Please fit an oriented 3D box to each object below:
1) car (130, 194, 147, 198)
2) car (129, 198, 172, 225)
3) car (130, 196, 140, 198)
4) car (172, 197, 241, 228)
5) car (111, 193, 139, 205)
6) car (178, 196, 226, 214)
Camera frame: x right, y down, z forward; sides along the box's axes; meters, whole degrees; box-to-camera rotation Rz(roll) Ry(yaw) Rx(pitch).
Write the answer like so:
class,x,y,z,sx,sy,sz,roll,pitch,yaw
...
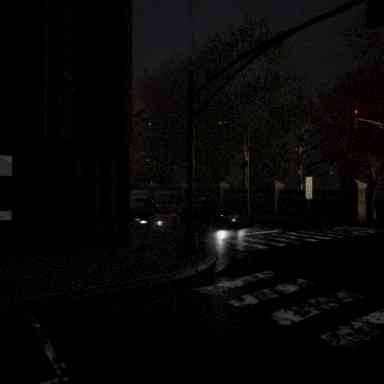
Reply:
class,x,y,z,sx,sy,sz,roll,pitch,yaw
car,-4.394,1.093,27.820,1.812,1.442,4.674,0,1,-36
car,-2.612,1.257,20.983,1.802,1.307,4.206,2,0,-36
car,-5.870,1.158,25.459,1.802,1.307,4.206,2,0,-36
car,0.967,1.255,20.448,1.812,1.442,4.674,0,1,-36
car,-8.866,0.864,43.817,2.008,1.369,4.403,1,0,-36
car,0.809,1.129,30.524,1.752,1.417,4.829,1,0,-36
